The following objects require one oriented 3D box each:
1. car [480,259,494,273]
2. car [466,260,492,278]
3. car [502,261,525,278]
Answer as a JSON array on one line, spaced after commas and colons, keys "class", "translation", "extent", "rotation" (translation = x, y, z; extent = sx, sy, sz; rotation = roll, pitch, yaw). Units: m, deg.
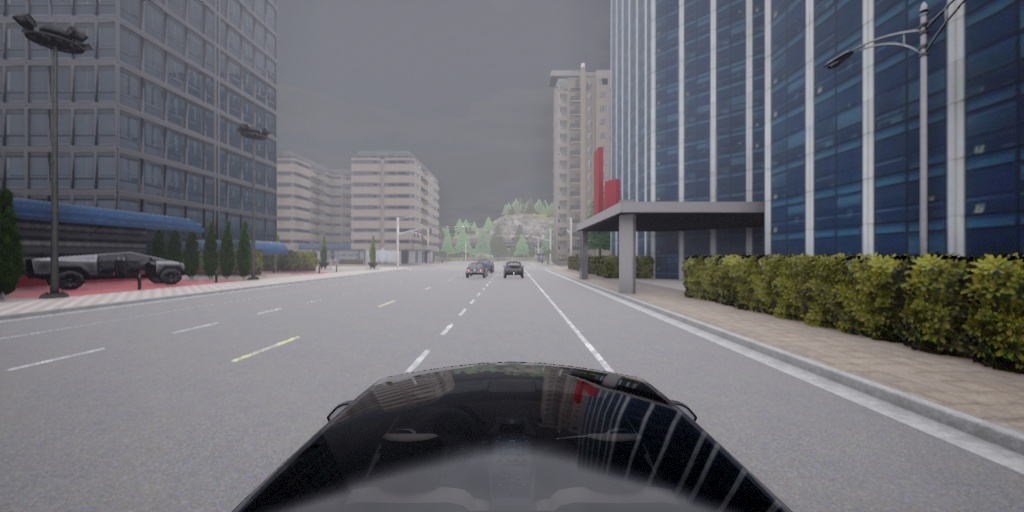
[{"class": "car", "translation": [-3.327, 1.162, 44.260], "extent": [2.097, 1.767, 4.553], "rotation": [0, 0, 1]}, {"class": "car", "translation": [-3.347, 1.343, 34.720], "extent": [2.033, 1.411, 5.357], "rotation": [0, 0, 0]}, {"class": "car", "translation": [0.166, 1.305, 34.476], "extent": [1.837, 1.490, 4.892], "rotation": [0, 0, 0]}]
